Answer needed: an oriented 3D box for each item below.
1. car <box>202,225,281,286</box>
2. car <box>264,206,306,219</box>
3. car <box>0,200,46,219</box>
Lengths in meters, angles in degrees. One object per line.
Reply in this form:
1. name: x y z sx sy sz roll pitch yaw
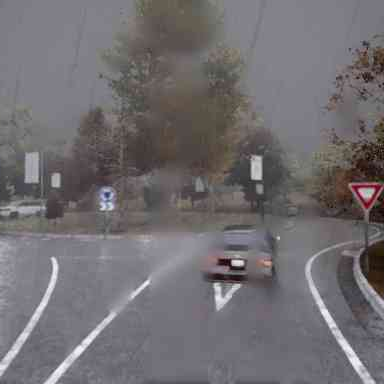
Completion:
1. car: 1.623 1.682 9.876 2.033 1.411 5.357 -1 -1 14
2. car: 10.851 2.345 39.099 2.033 1.411 5.357 1 -1 -27
3. car: -19.460 1.982 38.000 2.150 2.045 5.566 -1 -1 24
